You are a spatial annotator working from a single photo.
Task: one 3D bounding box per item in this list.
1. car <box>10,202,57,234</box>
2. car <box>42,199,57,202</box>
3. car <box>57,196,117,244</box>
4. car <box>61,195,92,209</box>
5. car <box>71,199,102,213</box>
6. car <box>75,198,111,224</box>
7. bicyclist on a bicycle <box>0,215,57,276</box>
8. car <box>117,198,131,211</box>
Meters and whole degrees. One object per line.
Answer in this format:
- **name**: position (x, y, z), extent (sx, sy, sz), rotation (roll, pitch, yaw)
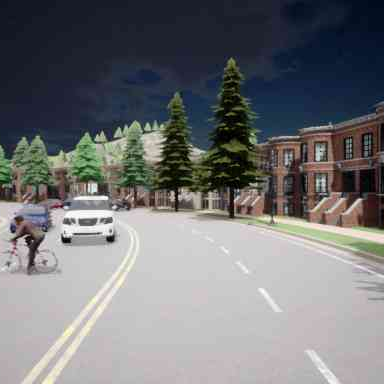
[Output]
- **car**: position (-9.316, 1.525, 19.635), extent (1.812, 1.442, 4.674), rotation (0, 0, -17)
- **car**: position (-18.998, 1.564, 44.841), extent (4.181, 1.385, 1.994), rotation (0, 0, 37)
- **car**: position (-4.928, 1.221, 16.347), extent (2.150, 2.045, 5.566), rotation (0, 0, -13)
- **car**: position (-16.404, 1.352, 47.164), extent (4.553, 1.767, 2.097), rotation (0, 0, 39)
- **car**: position (-12.360, 1.526, 38.696), extent (1.812, 1.442, 4.674), rotation (0, 0, -41)
- **car**: position (-7.765, 1.352, 25.798), extent (2.097, 1.767, 4.553), rotation (0, 0, -25)
- **bicyclist on a bicycle**: position (-4.488, 1.455, 9.002), extent (1.656, 1.620, 0.582), rotation (-2, 0, -2)
- **car**: position (-9.152, 1.505, 40.279), extent (1.837, 1.490, 4.892), rotation (0, 0, -40)
